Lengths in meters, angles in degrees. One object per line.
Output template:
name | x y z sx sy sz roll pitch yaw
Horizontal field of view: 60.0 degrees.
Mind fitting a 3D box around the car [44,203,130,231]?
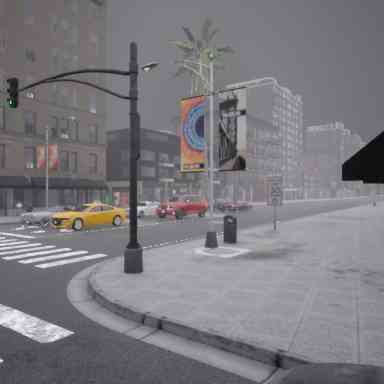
car | -6.491 1.496 21.325 1.882 1.535 5.008 0 0 35

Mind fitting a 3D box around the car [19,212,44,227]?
car | -9.254 1.615 23.065 1.895 1.301 4.718 0 0 35

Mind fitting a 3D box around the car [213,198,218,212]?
car | 2.946 1.531 40.344 1.882 1.535 5.008 0 0 36

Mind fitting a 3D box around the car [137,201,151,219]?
car | -4.158 1.555 30.279 1.812 1.442 4.674 0 0 35

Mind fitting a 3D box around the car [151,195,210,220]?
car | -0.765 1.257 29.457 2.150 2.045 5.566 0 0 35

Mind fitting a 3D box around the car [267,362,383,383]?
car | 2.206 1.551 1.274 4.403 1.369 2.008 0 0 35

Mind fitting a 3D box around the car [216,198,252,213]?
car | 5.000 1.657 37.623 1.895 1.301 4.718 0 0 35
